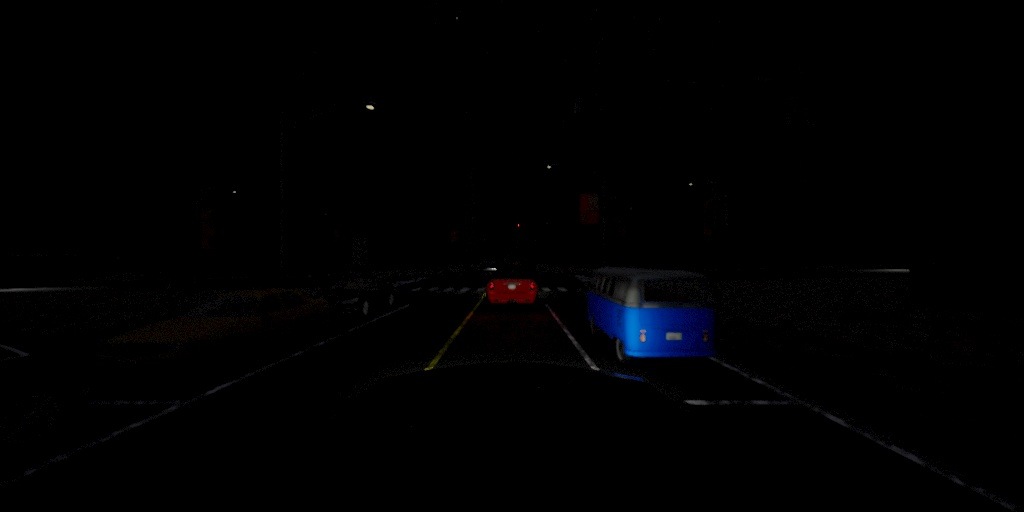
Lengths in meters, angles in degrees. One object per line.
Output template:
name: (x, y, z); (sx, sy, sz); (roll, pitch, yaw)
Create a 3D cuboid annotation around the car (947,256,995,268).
car: (48.896, 0.817, 37.163); (4.718, 1.301, 1.895); (-1, 0, 0)

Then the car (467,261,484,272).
car: (-5.942, 1.818, 55.647); (2.007, 1.370, 4.403); (0, 0, -1)

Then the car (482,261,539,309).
car: (0.010, 1.235, 15.931); (2.097, 1.767, 4.553); (0, -1, 0)

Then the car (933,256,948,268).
car: (48.683, 0.739, 40.414); (4.902, 1.511, 2.128); (-1, 0, 0)

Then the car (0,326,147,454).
car: (-5.762, 1.307, 2.441); (2.007, 1.370, 4.403); (0, 0, 0)

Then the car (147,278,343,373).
car: (-5.761, 1.334, 7.784); (1.751, 1.417, 4.829); (0, 0, 0)

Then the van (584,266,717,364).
van: (2.764, 1.150, 7.953); (1.690, 1.789, 3.998); (0, 0, 0)

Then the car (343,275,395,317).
car: (-5.760, 1.411, 13.466); (2.007, 1.370, 4.403); (0, 0, 0)
